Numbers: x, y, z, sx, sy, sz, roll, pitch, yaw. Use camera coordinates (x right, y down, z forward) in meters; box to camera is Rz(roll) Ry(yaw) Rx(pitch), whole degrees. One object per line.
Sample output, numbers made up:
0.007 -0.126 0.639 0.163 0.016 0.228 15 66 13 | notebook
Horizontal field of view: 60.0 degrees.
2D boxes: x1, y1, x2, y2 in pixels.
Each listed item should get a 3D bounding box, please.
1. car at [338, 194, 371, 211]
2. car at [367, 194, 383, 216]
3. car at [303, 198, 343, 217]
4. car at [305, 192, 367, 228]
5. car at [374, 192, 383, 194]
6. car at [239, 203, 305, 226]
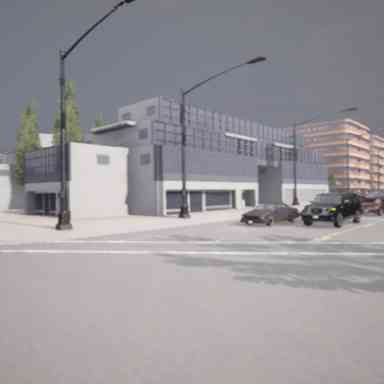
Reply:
17.587 1.054 35.890 1.837 1.490 4.892 -1 1 43 | car
15.687 1.214 28.642 1.812 1.442 4.674 -1 1 43 | car
11.625 1.337 29.398 1.994 1.385 4.181 -1 1 42 | car
9.103 1.067 21.448 2.150 2.045 5.566 -1 0 43 | car
24.717 0.739 43.635 2.033 1.411 5.357 -1 2 43 | car
5.401 1.445 22.609 2.033 1.411 5.357 -1 0 42 | car
